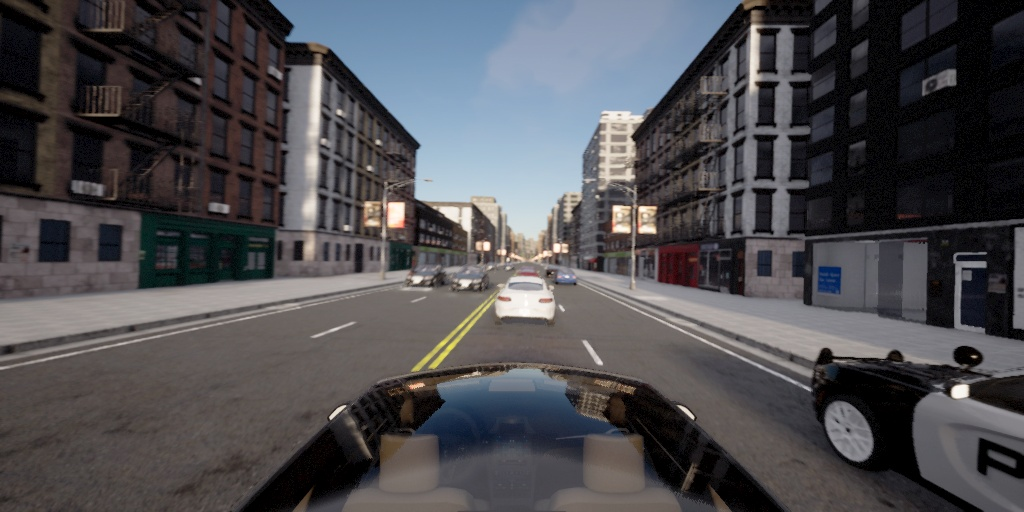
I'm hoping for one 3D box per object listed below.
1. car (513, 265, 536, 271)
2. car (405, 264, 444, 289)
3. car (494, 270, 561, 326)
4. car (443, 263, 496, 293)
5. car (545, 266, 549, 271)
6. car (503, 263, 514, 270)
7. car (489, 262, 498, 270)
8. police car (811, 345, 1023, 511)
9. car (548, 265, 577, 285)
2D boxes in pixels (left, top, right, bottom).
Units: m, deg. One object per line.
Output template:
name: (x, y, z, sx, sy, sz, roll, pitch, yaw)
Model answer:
car: (1.299, 1.637, 30.215, 1.812, 1.442, 4.674, 2, -1, 3)
car: (-5.682, 1.314, 24.325, 2.128, 1.511, 4.902, 2, -1, 3)
car: (0.462, 1.409, 12.283, 1.812, 1.442, 4.674, 2, -1, 3)
car: (-2.513, 1.395, 22.567, 2.128, 1.511, 4.902, 2, -1, 3)
car: (5.116, 1.869, 44.090, 1.882, 1.535, 5.008, 2, 0, 3)
car: (-0.527, 1.925, 63.575, 2.128, 1.511, 4.902, 2, -1, 3)
car: (-3.696, 1.836, 65.153, 2.128, 1.511, 4.902, 2, -1, 3)
police car: (4.280, 1.316, 2.124, 1.930, 1.638, 5.238, 2, -1, 3)
car: (4.602, 1.782, 31.778, 2.033, 1.411, 5.357, 2, -1, 3)
